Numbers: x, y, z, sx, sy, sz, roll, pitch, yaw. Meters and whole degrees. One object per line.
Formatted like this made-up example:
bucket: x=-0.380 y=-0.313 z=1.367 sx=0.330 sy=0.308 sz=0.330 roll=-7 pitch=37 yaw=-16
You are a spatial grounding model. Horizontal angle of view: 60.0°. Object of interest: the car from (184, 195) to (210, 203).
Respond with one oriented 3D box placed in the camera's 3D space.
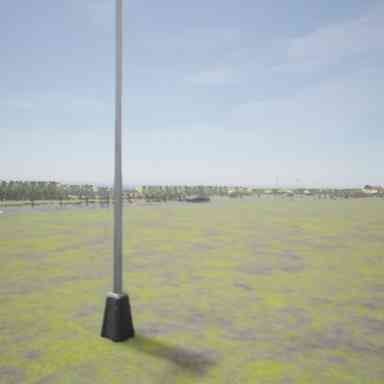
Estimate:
car: x=0.981 y=1.190 z=60.457 sx=2.033 sy=1.411 sz=5.357 roll=2 pitch=1 yaw=44
